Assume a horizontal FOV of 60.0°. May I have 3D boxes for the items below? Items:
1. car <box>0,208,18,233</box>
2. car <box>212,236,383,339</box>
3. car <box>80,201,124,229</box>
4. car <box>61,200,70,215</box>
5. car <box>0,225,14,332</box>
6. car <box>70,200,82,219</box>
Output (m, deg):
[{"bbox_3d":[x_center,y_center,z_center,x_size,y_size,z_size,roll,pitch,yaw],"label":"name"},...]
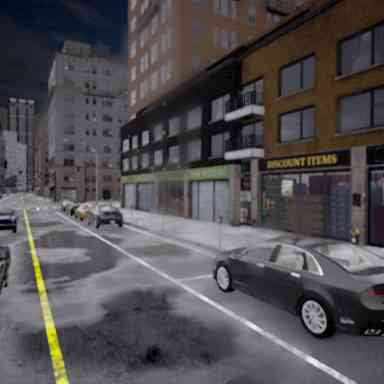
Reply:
[{"bbox_3d":[-10.939,1.572,18.886,1.895,1.301,4.718,0,0,-27],"label":"car"},{"bbox_3d":[2.009,1.540,6.576,2.008,1.369,4.403,-1,0,-27],"label":"car"},{"bbox_3d":[-5.673,1.517,21.469,2.008,1.369,4.403,-1,0,-27],"label":"car"},{"bbox_3d":[-10.794,1.513,31.398,1.947,1.339,4.313,-1,0,-27],"label":"car"},{"bbox_3d":[-4.510,1.593,6.205,1.895,1.301,4.718,0,0,-27],"label":"car"},{"bbox_3d":[-8.311,1.482,26.584,1.752,1.417,4.829,-1,0,-27],"label":"car"}]
